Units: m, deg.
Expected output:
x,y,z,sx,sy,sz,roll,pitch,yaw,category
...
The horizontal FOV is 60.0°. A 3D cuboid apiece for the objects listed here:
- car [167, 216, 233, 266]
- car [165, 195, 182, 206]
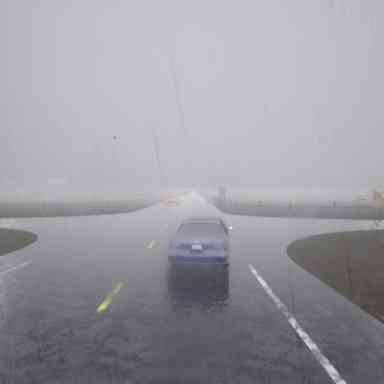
x,y,z,sx,sy,sz,roll,pitch,yaw,category
0.413,1.555,11.588,2.033,1.411,5.357,0,0,6,car
-3.251,1.352,55.345,2.097,1.767,4.553,0,0,1,car
